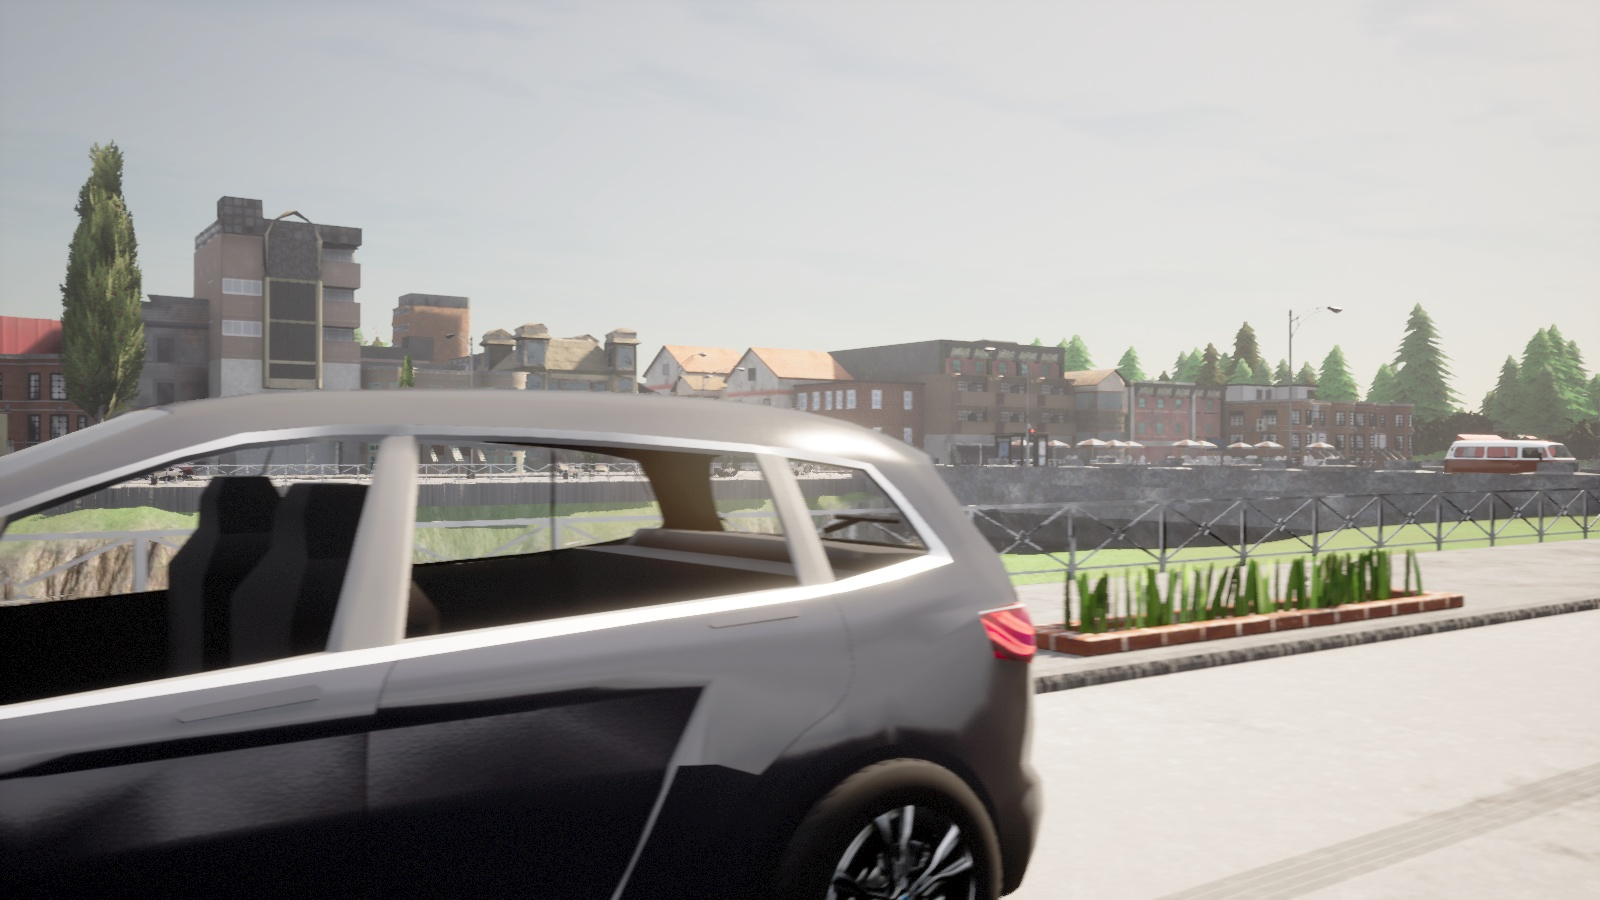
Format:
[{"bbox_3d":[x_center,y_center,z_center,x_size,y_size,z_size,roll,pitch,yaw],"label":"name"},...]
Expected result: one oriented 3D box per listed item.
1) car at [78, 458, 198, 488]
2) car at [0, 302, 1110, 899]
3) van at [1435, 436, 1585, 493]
[{"bbox_3d":[-30.629,1.052,58.140,4.718,1.301,1.895,0,0,-35],"label":"car"},{"bbox_3d":[-1.668,0.600,3.108,4.611,1.667,2.242,0,0,-35],"label":"car"},{"bbox_3d":[26.809,0.528,47.520,2.069,2.038,4.480,0,0,-35],"label":"van"}]
